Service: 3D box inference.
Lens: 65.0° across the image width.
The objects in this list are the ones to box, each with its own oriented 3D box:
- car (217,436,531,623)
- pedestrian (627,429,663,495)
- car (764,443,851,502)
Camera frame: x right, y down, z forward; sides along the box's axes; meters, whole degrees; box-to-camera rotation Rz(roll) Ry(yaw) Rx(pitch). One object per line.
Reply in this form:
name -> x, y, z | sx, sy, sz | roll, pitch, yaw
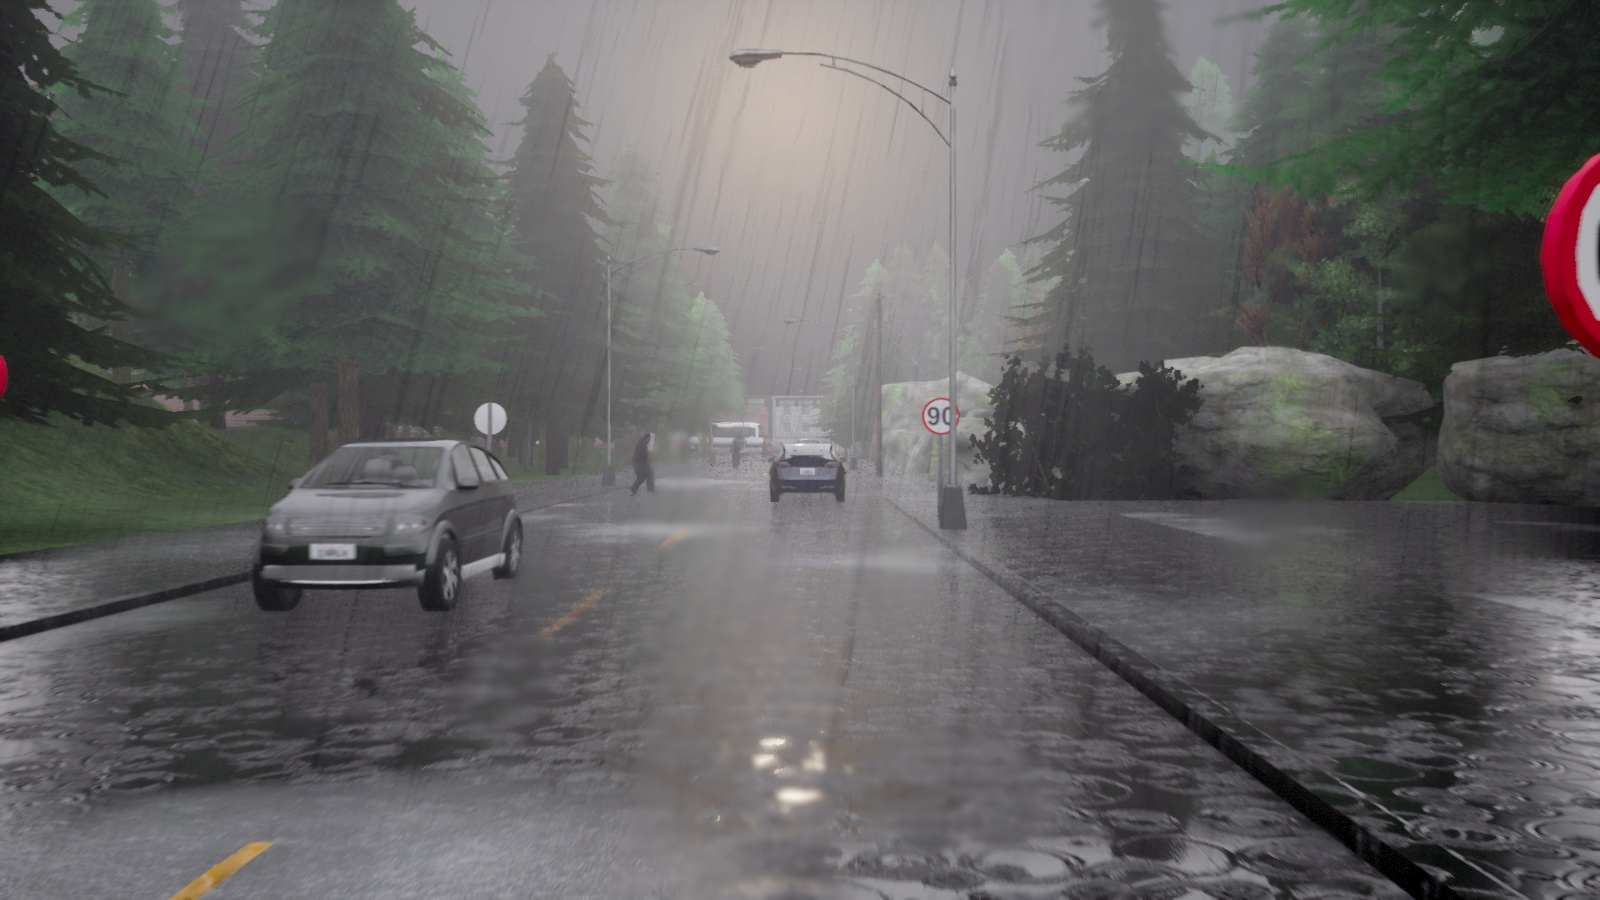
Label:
car -> -3.918, 0.654, 12.243 | 1.789, 1.549, 3.705 | 0, 0, 0
pedestrian -> -4.313, 0.329, 34.938 | 0.899, 1.844, 0.634 | 0, 0, 1
car -> 0.204, 0.555, 33.855 | 2.163, 1.488, 4.792 | 0, 0, 0
